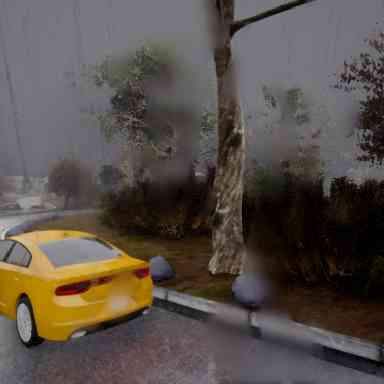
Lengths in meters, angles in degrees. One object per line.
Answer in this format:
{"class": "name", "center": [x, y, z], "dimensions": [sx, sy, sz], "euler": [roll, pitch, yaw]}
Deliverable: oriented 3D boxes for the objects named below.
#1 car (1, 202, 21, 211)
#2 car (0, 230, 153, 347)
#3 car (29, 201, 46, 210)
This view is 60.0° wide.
{"class": "car", "center": [-28.693, 2.341, 52.913], "dimensions": [1.994, 1.385, 4.181], "euler": [0, -1, -12]}
{"class": "car", "center": [-2.873, 1.497, 6.524], "dimensions": [5.008, 1.535, 1.882], "euler": [0, 0, 43]}
{"class": "car", "center": [-26.151, 2.268, 56.383], "dimensions": [1.882, 1.535, 5.008], "euler": [0, -1, -15]}
